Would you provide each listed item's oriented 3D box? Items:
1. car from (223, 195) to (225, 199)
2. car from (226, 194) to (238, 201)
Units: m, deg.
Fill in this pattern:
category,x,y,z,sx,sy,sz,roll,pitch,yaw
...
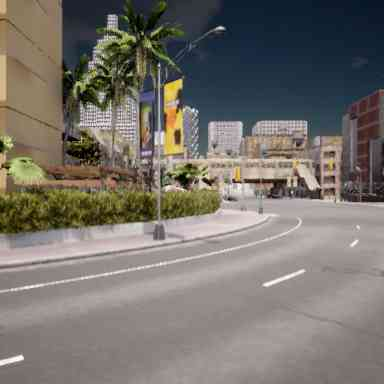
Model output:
category,x,y,z,sx,sy,sz,roll,pitch,yaw
car,9.704,1.311,85.380,2.185,1.767,4.553,0,0,1
car,9.683,1.436,78.953,2.097,1.535,5.008,0,0,1
